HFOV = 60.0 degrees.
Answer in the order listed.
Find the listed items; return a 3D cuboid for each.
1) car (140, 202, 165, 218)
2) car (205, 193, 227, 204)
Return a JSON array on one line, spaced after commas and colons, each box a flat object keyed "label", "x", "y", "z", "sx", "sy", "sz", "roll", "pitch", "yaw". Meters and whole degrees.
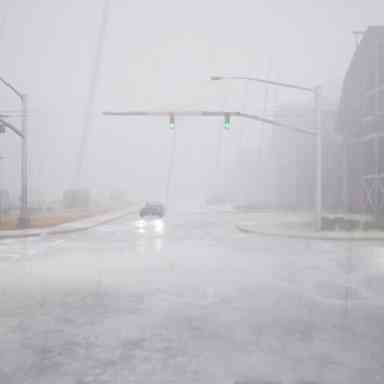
[{"label": "car", "x": -3.531, "y": 1.593, "z": 30.282, "sx": 1.895, "sy": 1.301, "sz": 4.718, "roll": 0, "pitch": 0, "yaw": 0}, {"label": "car", "x": 4.258, "y": 1.135, "z": 58.854, "sx": 1.905, "sy": 1.878, "sz": 3.866, "roll": -8, "pitch": 3, "yaw": -42}]
